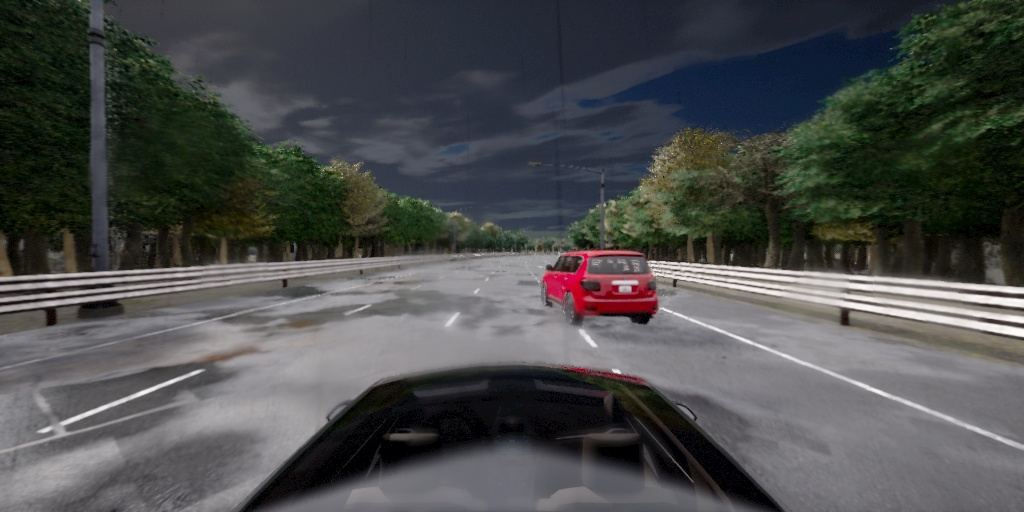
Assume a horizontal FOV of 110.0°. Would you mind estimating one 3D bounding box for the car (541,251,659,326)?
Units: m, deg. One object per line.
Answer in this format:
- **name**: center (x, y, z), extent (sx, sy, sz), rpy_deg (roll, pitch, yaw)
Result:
- **car**: center (2.421, 0.859, 11.289), extent (2.150, 2.045, 5.566), rpy_deg (0, 1, -7)
